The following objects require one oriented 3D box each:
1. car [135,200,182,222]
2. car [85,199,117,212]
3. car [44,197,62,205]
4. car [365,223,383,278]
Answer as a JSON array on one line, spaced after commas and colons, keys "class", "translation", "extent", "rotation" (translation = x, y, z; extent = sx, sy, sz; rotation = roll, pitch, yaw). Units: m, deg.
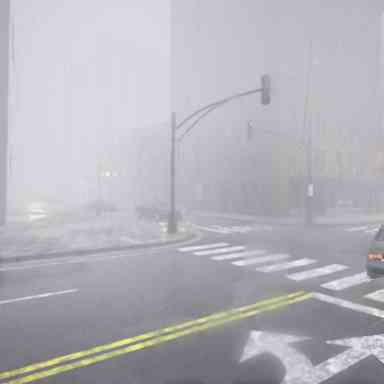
[{"class": "car", "translation": [-2.674, 1.408, 25.842], "extent": [1.882, 1.535, 5.008], "rotation": [1, 0, -36]}, {"class": "car", "translation": [-9.989, 1.424, 36.030], "extent": [2.033, 1.411, 5.357], "rotation": [1, 0, -36]}, {"class": "car", "translation": [-22.247, 1.389, 53.262], "extent": [1.895, 1.301, 4.718], "rotation": [1, 0, -35]}, {"class": "car", "translation": [6.148, 1.567, 9.517], "extent": [2.033, 1.411, 5.357], "rotation": [0, 0, 33]}]
